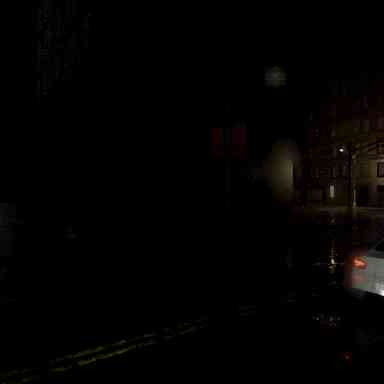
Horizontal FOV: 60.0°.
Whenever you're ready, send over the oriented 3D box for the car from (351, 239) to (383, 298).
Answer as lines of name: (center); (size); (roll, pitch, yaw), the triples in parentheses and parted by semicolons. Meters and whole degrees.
car: (5.271, 1.528, 7.195); (4.674, 1.442, 1.812); (0, 0, -35)
